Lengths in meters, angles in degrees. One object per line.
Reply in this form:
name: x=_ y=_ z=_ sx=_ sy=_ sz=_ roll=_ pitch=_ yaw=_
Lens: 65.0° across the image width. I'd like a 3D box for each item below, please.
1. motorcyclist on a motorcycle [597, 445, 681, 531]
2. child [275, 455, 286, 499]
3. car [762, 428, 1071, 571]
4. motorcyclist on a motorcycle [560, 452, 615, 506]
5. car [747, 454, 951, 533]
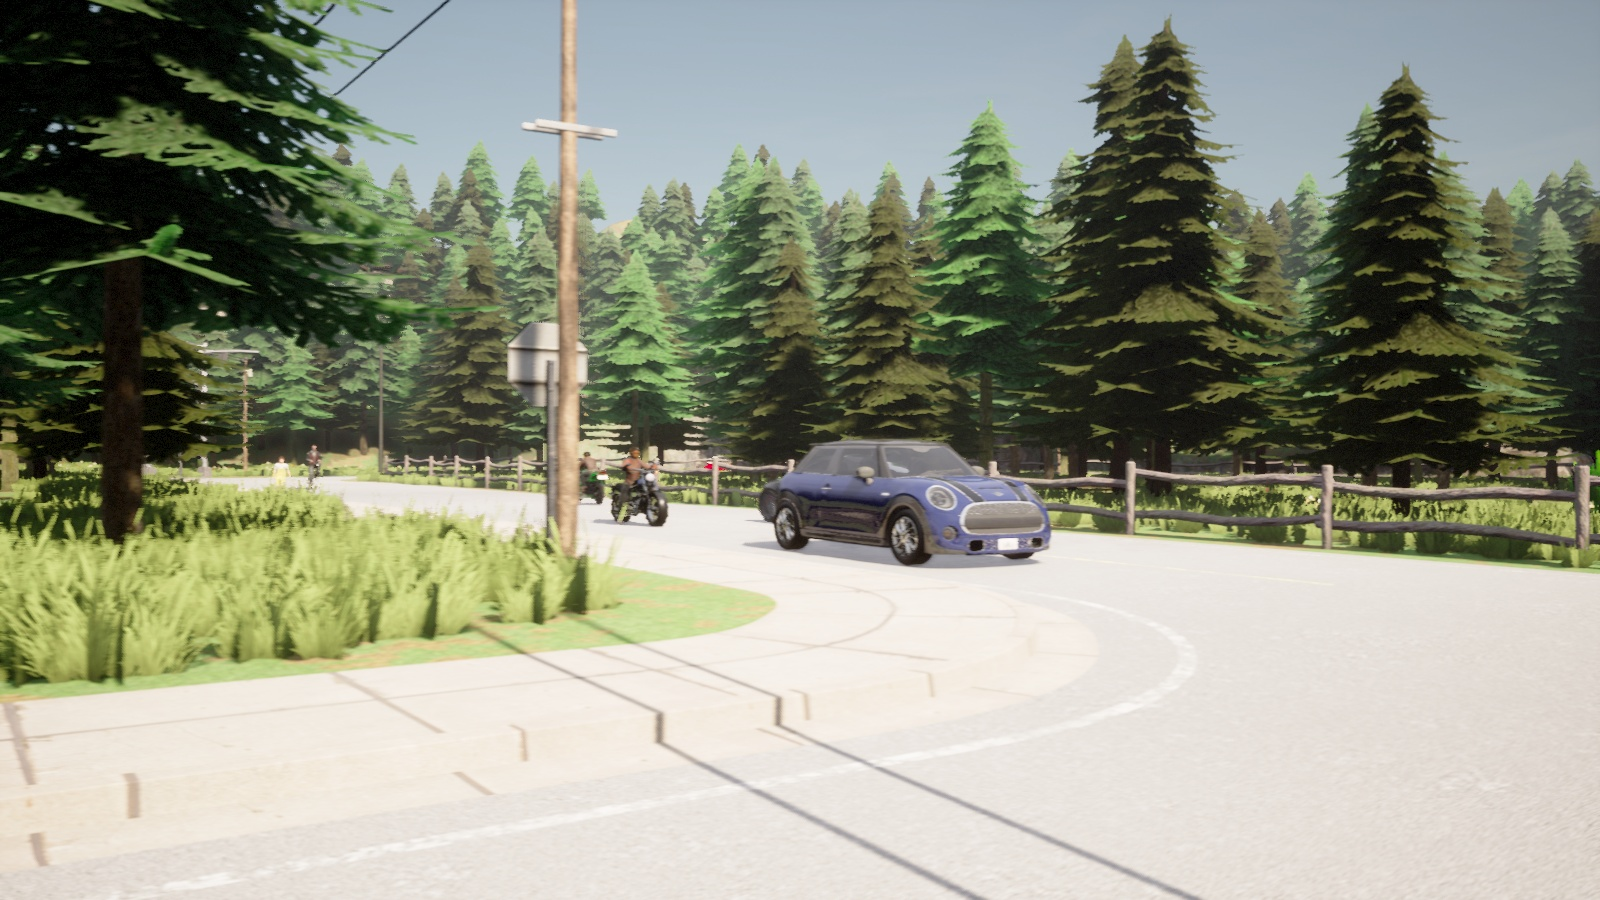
motorcyclist on a motorcycle: x=-3.302 y=0.741 z=25.553 sx=0.766 sy=1.649 sz=2.350 roll=0 pitch=0 yaw=-33
child: x=-15.313 y=0.791 z=36.993 sx=0.270 sy=1.263 sz=0.437 roll=0 pitch=0 yaw=-26
car: x=1.494 y=0.620 z=17.985 sx=2.097 sy=1.767 sz=4.553 roll=0 pitch=0 yaw=-32
motorcyclist on a motorcycle: x=-6.117 y=0.816 z=36.121 sx=0.797 sy=1.523 sz=2.044 roll=0 pitch=0 yaw=-34
car: x=0.874 y=0.811 z=25.516 sx=1.812 sy=1.442 sz=4.674 roll=0 pitch=0 yaw=-32
